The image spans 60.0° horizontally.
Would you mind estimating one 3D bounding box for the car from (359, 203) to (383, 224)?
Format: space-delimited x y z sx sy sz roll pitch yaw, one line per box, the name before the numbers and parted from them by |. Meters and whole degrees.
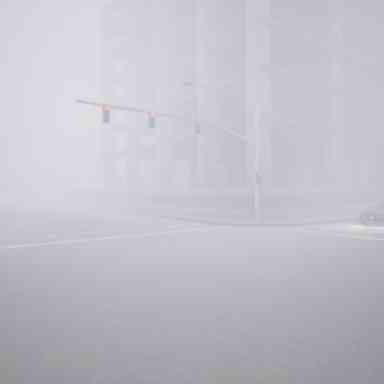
car | 12.711 1.392 21.659 4.181 1.385 1.994 -1 0 -35
